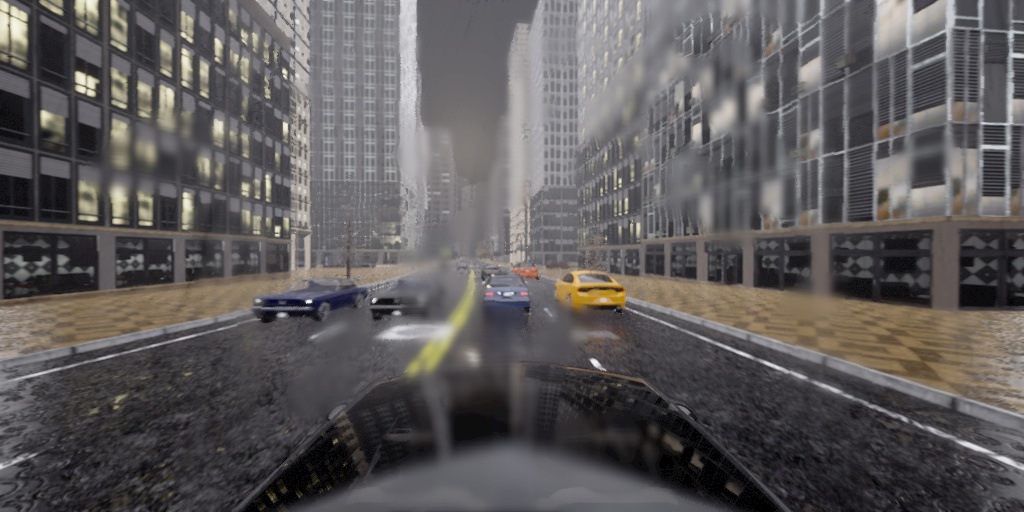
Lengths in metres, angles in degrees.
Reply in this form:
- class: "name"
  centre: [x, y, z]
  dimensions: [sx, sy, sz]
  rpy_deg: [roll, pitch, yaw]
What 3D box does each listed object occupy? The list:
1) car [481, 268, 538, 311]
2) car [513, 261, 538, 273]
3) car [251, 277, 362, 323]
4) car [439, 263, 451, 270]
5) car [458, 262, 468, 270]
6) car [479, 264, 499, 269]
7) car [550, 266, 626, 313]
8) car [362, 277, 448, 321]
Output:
- class: "car"
  centre: [-0.284, 1.414, 15.100]
  dimensions: [2.033, 1.411, 5.357]
  rpy_deg: [0, 0, -3]
- class: "car"
  centre: [1.196, 1.382, 34.849]
  dimensions: [2.097, 1.767, 4.553]
  rpy_deg: [0, 0, -6]
- class: "car"
  centre: [-6.810, 1.446, 12.690]
  dimensions: [1.895, 1.301, 4.718]
  rpy_deg: [0, -1, -3]
- class: "car"
  centre: [-12.053, 1.884, 64.182]
  dimensions: [1.895, 1.301, 4.718]
  rpy_deg: [0, 0, -7]
- class: "car"
  centre: [-8.827, 1.830, 64.583]
  dimensions: [2.033, 1.411, 5.357]
  rpy_deg: [0, 0, -7]
- class: "car"
  centre: [-2.076, 1.525, 34.888]
  dimensions: [2.128, 1.511, 4.902]
  rpy_deg: [0, 0, -6]
- class: "car"
  centre: [2.973, 1.339, 14.573]
  dimensions: [1.882, 1.535, 5.008]
  rpy_deg: [0, 0, -3]
- class: "car"
  centre: [-3.563, 1.449, 13.081]
  dimensions: [1.895, 1.301, 4.718]
  rpy_deg: [0, -1, -3]
